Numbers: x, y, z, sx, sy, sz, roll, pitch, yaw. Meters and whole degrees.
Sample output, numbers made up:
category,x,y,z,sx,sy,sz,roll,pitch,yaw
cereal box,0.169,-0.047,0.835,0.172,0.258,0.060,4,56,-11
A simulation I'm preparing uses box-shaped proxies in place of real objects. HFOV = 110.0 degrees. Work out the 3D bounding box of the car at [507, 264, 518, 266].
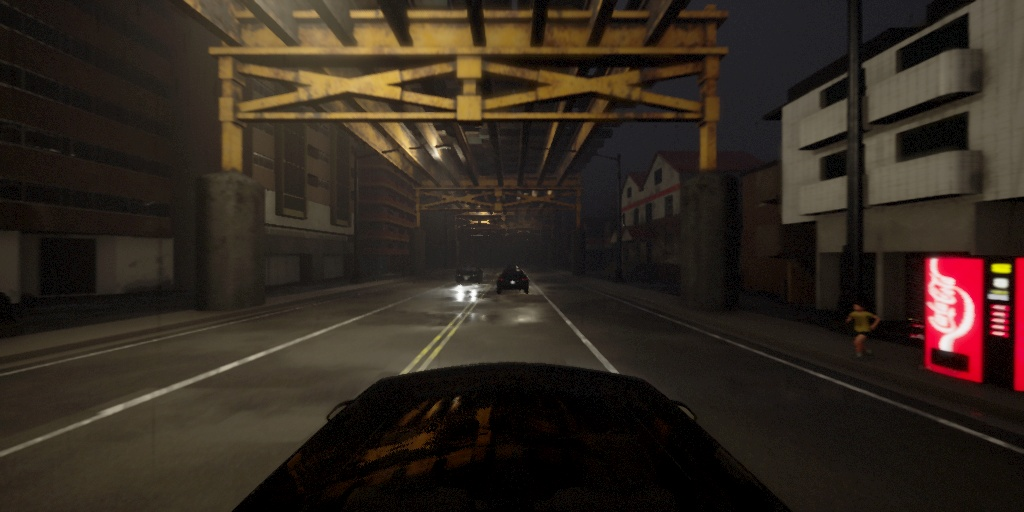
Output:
category,x,y,z,sx,sy,sz,roll,pitch,yaw
car,0.058,1.678,41.217,2.033,1.411,5.357,0,0,1

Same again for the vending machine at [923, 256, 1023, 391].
category,x,y,z,sx,sy,sz,roll,pitch,yaw
vending machine,7.386,0.987,5.552,1.100,2.100,0.880,0,0,0

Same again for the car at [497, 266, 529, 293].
category,x,y,z,sx,sy,sz,roll,pitch,yaw
car,0.061,1.553,23.221,1.994,1.385,4.181,0,-1,0

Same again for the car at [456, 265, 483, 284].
category,x,y,z,sx,sy,sz,roll,pitch,yaw
car,-3.601,1.554,30.764,2.128,1.511,4.902,0,-1,0

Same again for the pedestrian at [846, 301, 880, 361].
category,x,y,z,sx,sy,sz,roll,pitch,yaw
pedestrian,6.364,1.324,6.499,0.500,1.100,0.500,-1,0,0
